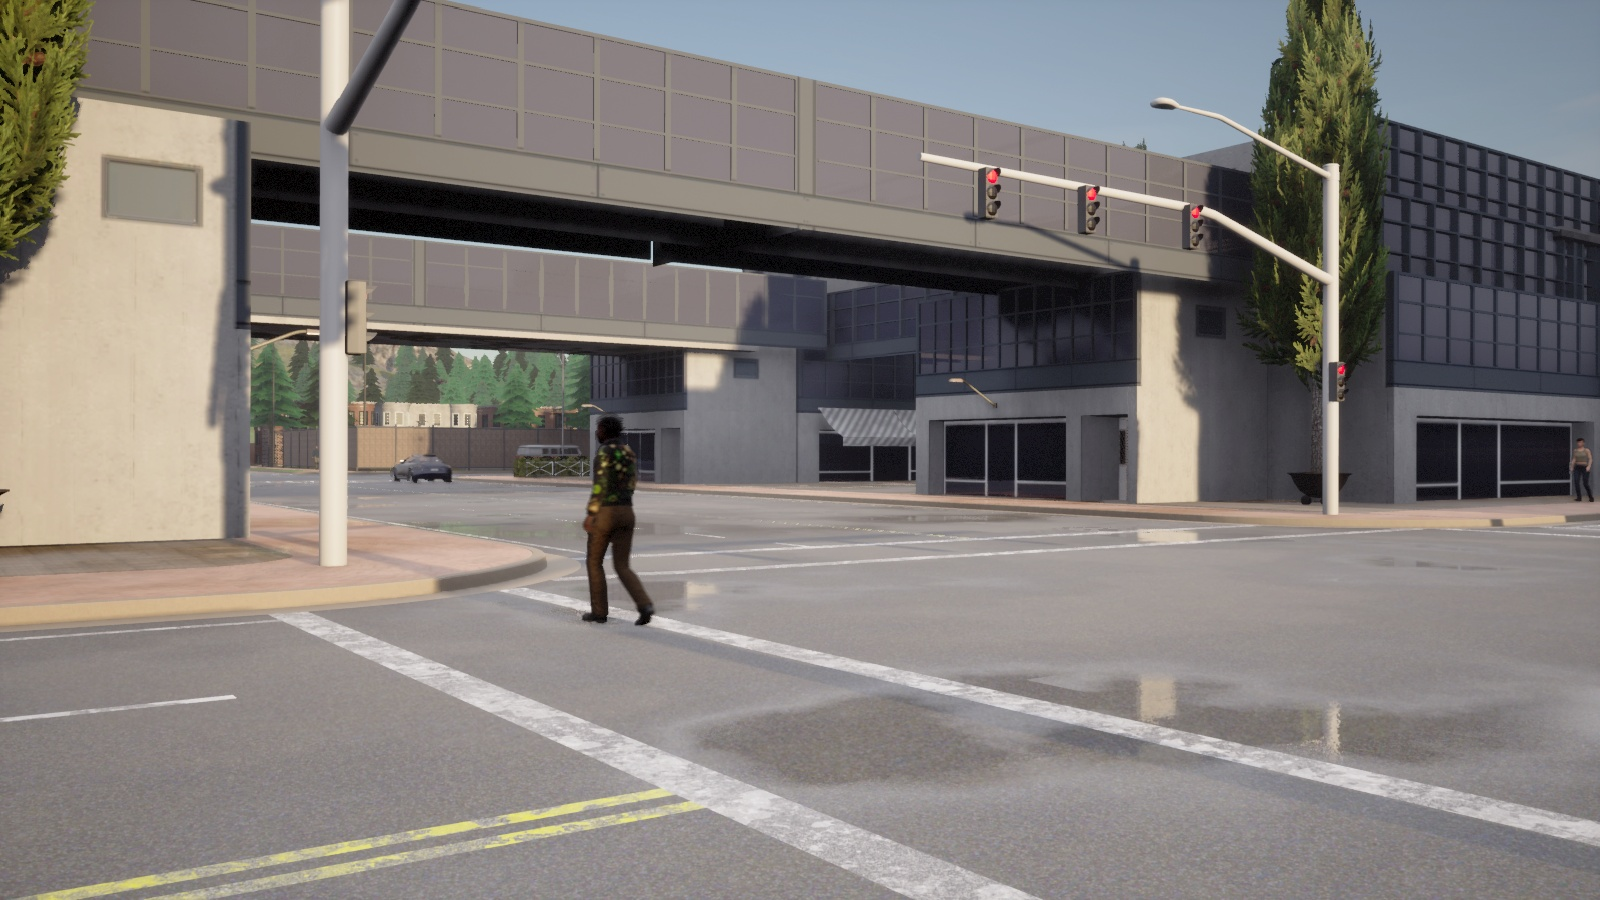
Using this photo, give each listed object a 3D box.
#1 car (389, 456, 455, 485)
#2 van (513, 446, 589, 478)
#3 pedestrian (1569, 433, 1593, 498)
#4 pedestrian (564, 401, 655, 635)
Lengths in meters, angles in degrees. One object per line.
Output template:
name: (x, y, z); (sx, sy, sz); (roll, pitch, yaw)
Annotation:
car: (-18.854, 1.002, 62.500); (1.994, 1.385, 4.181); (0, 0, -34)
van: (-15.898, 0.728, 80.247); (4.442, 1.987, 1.775); (0, 0, -34)
pedestrian: (22.148, 0.443, 35.597); (0.594, 1.836, 0.345); (0, 0, -31)
pedestrian: (-1.628, 0.561, 10.735); (0.692, 1.930, 0.395); (0, 0, 38)
